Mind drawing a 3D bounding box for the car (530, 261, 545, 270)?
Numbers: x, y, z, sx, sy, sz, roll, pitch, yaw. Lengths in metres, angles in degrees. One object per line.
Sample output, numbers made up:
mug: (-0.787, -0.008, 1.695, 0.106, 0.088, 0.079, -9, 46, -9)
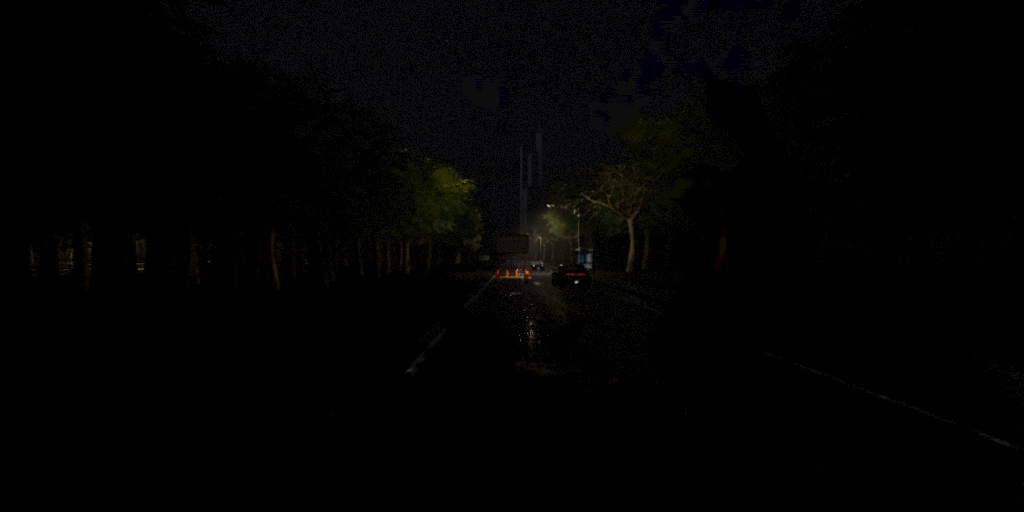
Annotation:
car: (3.588, 1.379, 51.331, 1.895, 1.301, 4.718, 0, 0, 0)

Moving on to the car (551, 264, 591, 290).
car: (3.595, 1.242, 22.398, 2.128, 1.511, 4.902, 0, 0, 0)

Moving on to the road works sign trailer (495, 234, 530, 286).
road works sign trailer: (-0.006, 0.217, 25.414, 2.380, 3.560, 2.880, 0, 0, 0)
